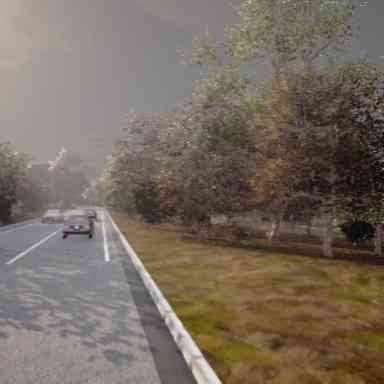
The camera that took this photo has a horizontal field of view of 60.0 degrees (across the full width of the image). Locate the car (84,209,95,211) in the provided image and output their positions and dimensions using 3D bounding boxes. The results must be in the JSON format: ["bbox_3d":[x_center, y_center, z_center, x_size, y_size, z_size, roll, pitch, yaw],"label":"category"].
[{"bbox_3d":[-13.461,2.987,43.699,2.033,1.411,5.357,1,-2,-15],"label":"car"}]

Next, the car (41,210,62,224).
[{"bbox_3d":[-15.327,2.681,36.829,1.812,1.442,4.674,1,-2,-15],"label":"car"}]

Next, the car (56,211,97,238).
[{"bbox_3d":[-7.698,2.293,22.756,2.033,1.411,5.357,1,-2,-15],"label":"car"}]
